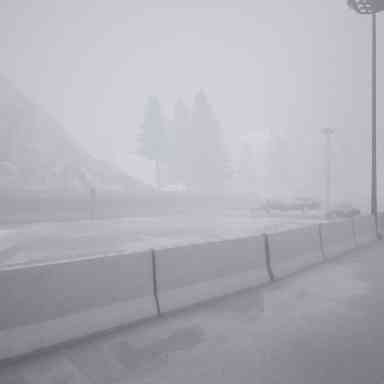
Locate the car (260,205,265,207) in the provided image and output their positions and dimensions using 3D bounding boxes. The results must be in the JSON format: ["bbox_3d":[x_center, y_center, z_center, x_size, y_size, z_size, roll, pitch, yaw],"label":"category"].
[{"bbox_3d":[7.436,1.243,32.410,2.128,1.511,4.902,0,0,41],"label":"car"}]

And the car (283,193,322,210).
[{"bbox_3d":[10.061,1.093,30.095,1.882,1.535,5.008,0,0,41],"label":"car"}]

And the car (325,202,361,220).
[{"bbox_3d":[12.685,1.571,27.779,1.812,1.442,4.674,0,0,41],"label":"car"}]
